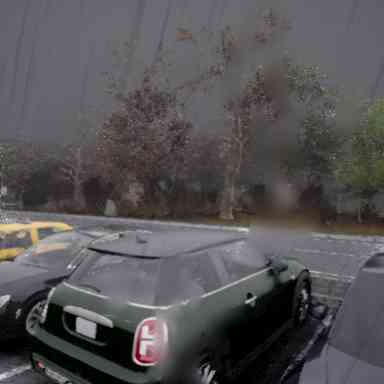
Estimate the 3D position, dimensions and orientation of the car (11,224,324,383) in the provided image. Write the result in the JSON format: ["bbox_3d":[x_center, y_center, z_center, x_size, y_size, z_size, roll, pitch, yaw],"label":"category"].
[{"bbox_3d":[0.200,1.337,4.965,2.185,1.767,4.553,0,0,35],"label":"car"}]

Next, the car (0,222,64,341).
[{"bbox_3d":[-2.042,1.449,6.609,2.231,1.521,4.892,0,0,35],"label":"car"}]

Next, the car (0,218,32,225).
[{"bbox_3d":[-4.406,1.436,8.060,1.946,1.575,5.366,0,0,35],"label":"car"}]
